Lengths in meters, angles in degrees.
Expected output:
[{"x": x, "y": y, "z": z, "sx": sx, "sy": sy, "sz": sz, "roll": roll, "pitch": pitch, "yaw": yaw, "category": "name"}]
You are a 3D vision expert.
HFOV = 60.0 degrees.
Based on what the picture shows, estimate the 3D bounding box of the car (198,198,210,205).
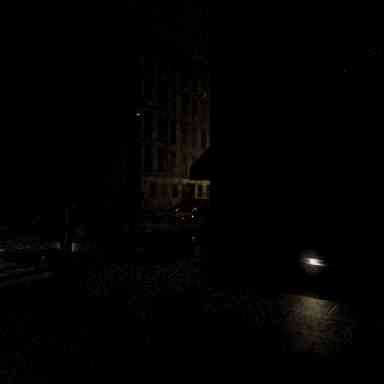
[{"x": 2.833, "y": 1.314, "z": 19.662, "sx": 2.192, "sy": 1.841, "sz": 5.009, "roll": 0, "pitch": 0, "yaw": 36, "category": "car"}]

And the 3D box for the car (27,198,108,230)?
[{"x": -6.994, "y": 1.282, "z": 19.714, "sx": 2.192, "sy": 1.841, "sz": 5.009, "roll": 0, "pitch": 0, "yaw": 36, "category": "car"}]

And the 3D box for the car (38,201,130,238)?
[{"x": -5.222, "y": 1.457, "z": 17.823, "sx": 1.882, "sy": 1.535, "sz": 5.008, "roll": 0, "pitch": 0, "yaw": 34, "category": "car"}]

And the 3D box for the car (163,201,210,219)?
[{"x": -0.394, "y": 1.522, "z": 28.956, "sx": 1.947, "sy": 1.339, "sz": 4.313, "roll": 0, "pitch": 0, "yaw": 36, "category": "car"}]

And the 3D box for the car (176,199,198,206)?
[{"x": 0.613, "y": 1.322, "z": 25.992, "sx": 2.097, "sy": 1.767, "sz": 4.553, "roll": 0, "pitch": 0, "yaw": 35, "category": "car"}]

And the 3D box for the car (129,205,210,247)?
[{"x": -0.371, "y": 1.530, "z": 15.180, "sx": 1.752, "sy": 1.417, "sz": 4.829, "roll": 0, "pitch": 0, "yaw": 36, "category": "car"}]
